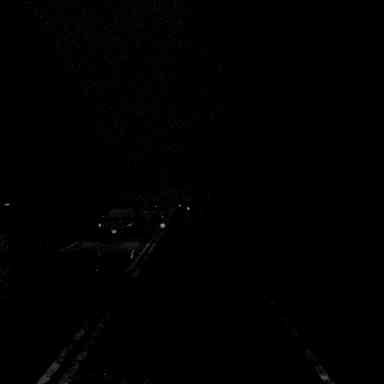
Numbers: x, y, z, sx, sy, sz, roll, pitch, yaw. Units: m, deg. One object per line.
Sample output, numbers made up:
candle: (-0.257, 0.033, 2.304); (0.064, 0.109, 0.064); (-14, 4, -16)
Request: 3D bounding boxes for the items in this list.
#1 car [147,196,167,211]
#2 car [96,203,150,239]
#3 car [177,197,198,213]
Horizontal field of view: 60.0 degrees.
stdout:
car: (-3.919, 1.255, 37.457); (1.837, 1.490, 4.892); (0, 1, -1)
car: (-3.494, 1.479, 17.088); (1.812, 1.442, 4.674); (0, 0, -1)
car: (-0.416, 1.299, 34.430); (1.837, 1.490, 4.892); (0, 1, -2)
